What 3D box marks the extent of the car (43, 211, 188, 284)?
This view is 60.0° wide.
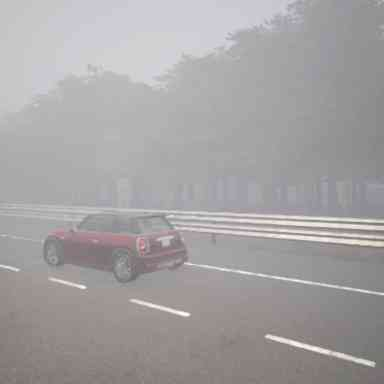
[{"bbox_3d":[-2.406,1.354,9.883,4.553,1.767,2.097,0,0,35],"label":"car"}]
